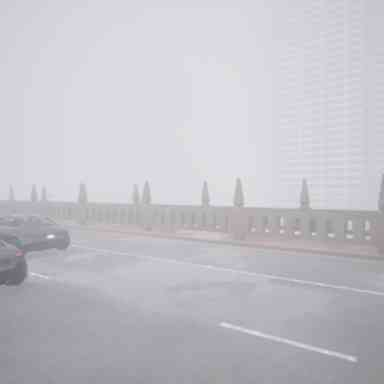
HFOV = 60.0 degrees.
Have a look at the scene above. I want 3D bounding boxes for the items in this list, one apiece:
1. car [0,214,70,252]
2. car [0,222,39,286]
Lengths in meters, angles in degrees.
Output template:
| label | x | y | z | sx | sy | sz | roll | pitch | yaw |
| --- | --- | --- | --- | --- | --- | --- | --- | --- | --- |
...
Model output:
| label | x | y | z | sx | sy | sz | roll | pitch | yaw |
| --- | --- | --- | --- | --- | --- | --- | --- | --- | --- |
| car | -6.685 | 1.565 | 13.062 | 4.181 | 1.385 | 1.994 | 0 | 0 | 36 |
| car | -5.940 | 1.564 | 8.231 | 4.181 | 1.385 | 1.994 | 0 | 0 | 36 |
